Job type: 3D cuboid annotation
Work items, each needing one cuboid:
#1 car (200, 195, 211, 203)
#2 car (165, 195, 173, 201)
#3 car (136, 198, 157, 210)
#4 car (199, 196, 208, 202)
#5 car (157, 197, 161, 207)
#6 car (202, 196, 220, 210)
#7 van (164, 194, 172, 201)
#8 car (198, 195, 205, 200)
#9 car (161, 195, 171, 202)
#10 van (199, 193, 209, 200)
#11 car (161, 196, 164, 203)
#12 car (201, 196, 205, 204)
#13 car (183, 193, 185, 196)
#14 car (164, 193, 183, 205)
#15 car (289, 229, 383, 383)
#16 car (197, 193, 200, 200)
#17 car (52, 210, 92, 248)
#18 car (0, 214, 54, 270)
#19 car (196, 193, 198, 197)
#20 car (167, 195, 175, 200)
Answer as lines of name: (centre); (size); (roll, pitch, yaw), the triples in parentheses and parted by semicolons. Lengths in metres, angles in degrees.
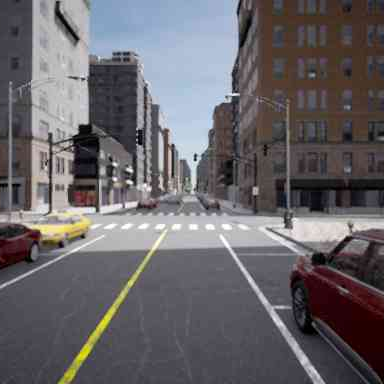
car: (2.617, 1.572, 53.335); (1.802, 1.307, 4.206); (1, 0, 0)
car: (-5.946, 1.575, 87.371); (1.802, 1.307, 4.206); (1, 0, 0)
car: (-5.896, 1.536, 41.988); (1.887, 1.381, 4.507); (1, 0, 0)
car: (2.592, 1.573, 76.028); (1.802, 1.307, 4.206); (1, 0, 0)
car: (-5.902, 1.535, 47.661); (1.887, 1.381, 4.507); (1, 0, 0)
car: (2.630, 1.573, 41.988); (1.802, 1.307, 4.206); (1, 0, 0)
van: (-5.937, 1.333, 81.698); (1.690, 1.788, 3.998); (1, 0, 0)
car: (2.574, 1.519, 93.219); (1.752, 1.417, 4.829); (1, 0, 0)
car: (-5.932, 1.431, 76.025); (1.967, 1.590, 4.097); (1, 0, 0)
van: (2.614, 1.330, 59.009); (1.690, 1.788, 3.998); (1, 0, 0)
car: (-5.921, 1.571, 64.680); (1.802, 1.307, 4.206); (1, 0, 0)
car: (2.623, 1.572, 47.662); (1.802, 1.307, 4.206); (1, 0, 0)
car: (-3.078, 1.342, 71.734); (2.097, 1.767, 4.553); (0, 0, 0)
car: (-3.117, 1.342, 56.413); (2.097, 1.767, 4.553); (0, 0, 0)
car: (2.674, 1.314, 3.720); (2.192, 1.841, 5.009); (1, 0, 0)
car: (2.608, 1.305, 64.682); (2.192, 1.841, 5.009); (1, 0, 0)
car: (-5.866, 1.522, 14.799); (1.752, 1.417, 4.829); (1, 0, 0)
car: (-5.860, 1.542, 9.344); (1.887, 1.381, 4.507); (1, 0, 0)
car: (2.580, 1.559, 87.375); (1.947, 1.339, 4.313); (1, 0, 0)
car: (-5.951, 1.545, 93.044); (2.008, 1.369, 4.403); (1, 0, 0)
